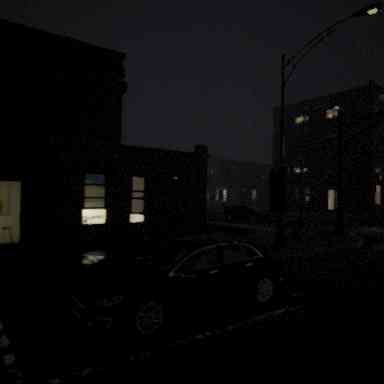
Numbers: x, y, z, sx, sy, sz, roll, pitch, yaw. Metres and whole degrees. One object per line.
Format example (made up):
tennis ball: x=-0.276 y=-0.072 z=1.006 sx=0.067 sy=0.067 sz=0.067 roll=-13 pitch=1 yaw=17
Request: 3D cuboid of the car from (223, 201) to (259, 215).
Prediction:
car: x=5.768 y=1.843 z=39.698 sx=1.967 sy=1.590 sz=4.097 roll=1 pitch=-1 yaw=-35

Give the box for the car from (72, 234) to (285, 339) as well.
car: x=-0.030 y=1.563 z=6.520 sx=4.403 sy=1.369 sz=2.008 roll=0 pitch=1 yaw=-35

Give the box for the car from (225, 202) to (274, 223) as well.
car: x=4.478 y=1.672 z=26.469 sx=1.887 sy=1.381 sz=4.507 roll=1 pitch=-1 yaw=-35
